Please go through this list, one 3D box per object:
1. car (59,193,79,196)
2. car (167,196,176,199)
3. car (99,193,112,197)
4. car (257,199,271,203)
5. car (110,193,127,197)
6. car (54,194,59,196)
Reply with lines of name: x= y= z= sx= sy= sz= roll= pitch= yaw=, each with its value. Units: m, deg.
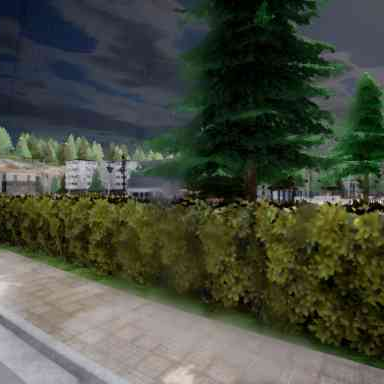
car: x=-28.369 y=1.153 z=79.486 sx=2.152 sy=1.636 sz=5.027 roll=0 pitch=0 yaw=43
car: x=-3.306 y=1.374 z=56.091 sx=1.845 sy=1.501 sz=3.633 roll=0 pitch=0 yaw=43
car: x=-16.694 y=1.097 z=68.980 sx=1.932 sy=1.855 sz=4.605 roll=0 pitch=0 yaw=43
car: x=9.635 y=1.352 z=44.226 sx=2.097 sy=1.767 sz=4.553 roll=0 pitch=0 yaw=43
car: x=-10.575 y=1.384 z=52.759 sx=1.970 sy=1.475 sz=3.806 roll=0 pitch=0 yaw=43
car: x=-33.247 y=1.232 z=83.668 sx=1.970 sy=1.475 sz=3.806 roll=0 pitch=0 yaw=43
